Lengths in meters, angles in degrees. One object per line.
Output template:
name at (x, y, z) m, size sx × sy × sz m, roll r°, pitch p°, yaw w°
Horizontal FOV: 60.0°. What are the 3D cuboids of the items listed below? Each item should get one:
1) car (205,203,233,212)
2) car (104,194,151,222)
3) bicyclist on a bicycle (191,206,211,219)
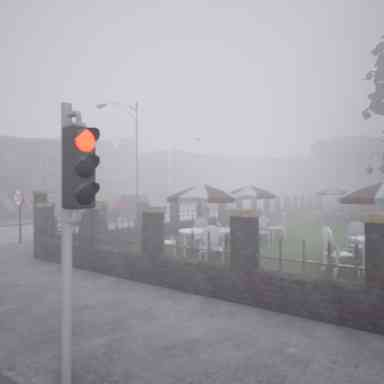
car at (2.959, 1.223, 39.601) m, size 2.150 × 2.045 × 5.566 m, roll 0°, pitch 0°, yaw 33°
car at (-5.701, 1.226, 27.086) m, size 2.150 × 2.045 × 5.566 m, roll 0°, pitch 0°, yaw 35°
bicyclist on a bicycle at (0.627, 1.343, 21.483) m, size 1.656 × 1.620 × 0.582 m, roll 0°, pitch 0°, yaw 35°
